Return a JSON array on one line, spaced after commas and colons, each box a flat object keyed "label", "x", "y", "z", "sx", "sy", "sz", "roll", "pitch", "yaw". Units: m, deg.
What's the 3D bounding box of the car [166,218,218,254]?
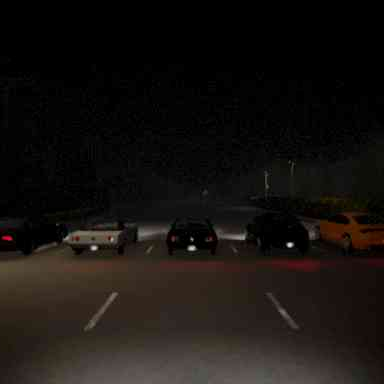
[{"label": "car", "x": 0.002, "y": 1.732, "z": 14.101, "sx": 1.895, "sy": 1.301, "sz": 4.718, "roll": 0, "pitch": 0, "yaw": 0}]

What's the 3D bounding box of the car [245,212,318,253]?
[{"label": "car", "x": 3.504, "y": 1.641, "z": 14.297, "sx": 1.837, "sy": 1.490, "sz": 4.892, "roll": 0, "pitch": 0, "yaw": 0}]

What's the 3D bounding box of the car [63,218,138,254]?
[{"label": "car", "x": -3.498, "y": 1.732, "z": 14.101, "sx": 1.895, "sy": 1.301, "sz": 4.718, "roll": 0, "pitch": 0, "yaw": 0}]

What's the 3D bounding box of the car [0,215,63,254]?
[{"label": "car", "x": -6.998, "y": 1.678, "z": 13.985, "sx": 2.033, "sy": 1.411, "sz": 5.357, "roll": 0, "pitch": 0, "yaw": 0}]

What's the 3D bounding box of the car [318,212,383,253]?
[{"label": "car", "x": 7.006, "y": 1.613, "z": 14.459, "sx": 1.882, "sy": 1.535, "sz": 5.008, "roll": 0, "pitch": 0, "yaw": 0}]
